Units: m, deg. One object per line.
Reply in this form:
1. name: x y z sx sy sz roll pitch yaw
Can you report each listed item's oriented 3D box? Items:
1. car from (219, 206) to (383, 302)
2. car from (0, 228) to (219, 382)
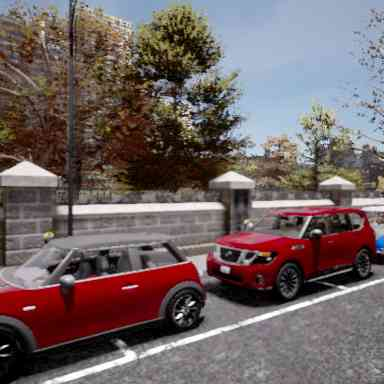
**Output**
1. car: 2.761 1.335 8.511 5.009 1.841 2.192 0 0 -35
2. car: -1.832 1.445 5.251 4.097 1.590 1.967 0 0 -35
